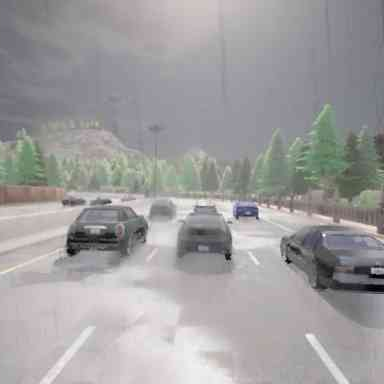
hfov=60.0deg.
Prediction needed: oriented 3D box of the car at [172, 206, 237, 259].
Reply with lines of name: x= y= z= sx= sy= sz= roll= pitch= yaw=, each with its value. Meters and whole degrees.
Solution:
car: x=0.486 y=1.497 z=12.642 sx=1.837 sy=1.490 sz=4.892 roll=1 pitch=0 yaw=3

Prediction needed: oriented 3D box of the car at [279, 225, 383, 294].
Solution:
car: x=3.821 y=1.611 z=9.120 sx=2.033 sy=1.411 sz=5.357 roll=1 pitch=0 yaw=3

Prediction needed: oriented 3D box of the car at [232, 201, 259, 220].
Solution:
car: x=4.664 y=1.531 z=29.364 sx=1.882 sy=1.535 sz=5.008 roll=1 pitch=0 yaw=3

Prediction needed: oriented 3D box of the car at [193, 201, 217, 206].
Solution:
car: x=1.098 y=1.477 z=27.979 sx=2.128 sy=1.511 sz=4.902 roll=1 pitch=0 yaw=3

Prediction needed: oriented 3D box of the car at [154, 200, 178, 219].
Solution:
car: x=-2.394 y=1.422 z=28.197 sx=1.837 sy=1.490 sz=4.892 roll=1 pitch=1 yaw=3

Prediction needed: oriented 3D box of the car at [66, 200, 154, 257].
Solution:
car: x=-3.009 y=1.274 z=12.786 sx=2.097 sy=1.767 sz=4.553 roll=1 pitch=0 yaw=3

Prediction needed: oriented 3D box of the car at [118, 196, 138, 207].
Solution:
car: x=-8.938 y=1.286 z=46.638 sx=1.812 sy=1.442 sz=4.674 roll=1 pitch=0 yaw=1
